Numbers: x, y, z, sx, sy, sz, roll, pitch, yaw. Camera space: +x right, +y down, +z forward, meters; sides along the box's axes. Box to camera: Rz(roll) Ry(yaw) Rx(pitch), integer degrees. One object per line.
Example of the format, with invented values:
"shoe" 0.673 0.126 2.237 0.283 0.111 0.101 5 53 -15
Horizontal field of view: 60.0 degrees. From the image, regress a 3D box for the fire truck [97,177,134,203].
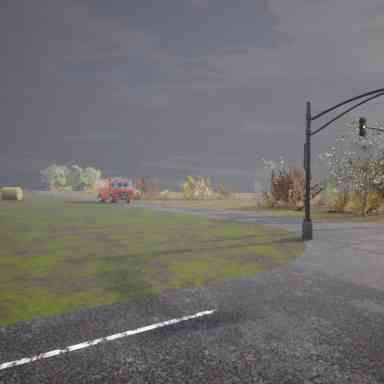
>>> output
"fire truck" -11.714 -0.355 50.067 2.891 3.827 8.468 1 0 -32
